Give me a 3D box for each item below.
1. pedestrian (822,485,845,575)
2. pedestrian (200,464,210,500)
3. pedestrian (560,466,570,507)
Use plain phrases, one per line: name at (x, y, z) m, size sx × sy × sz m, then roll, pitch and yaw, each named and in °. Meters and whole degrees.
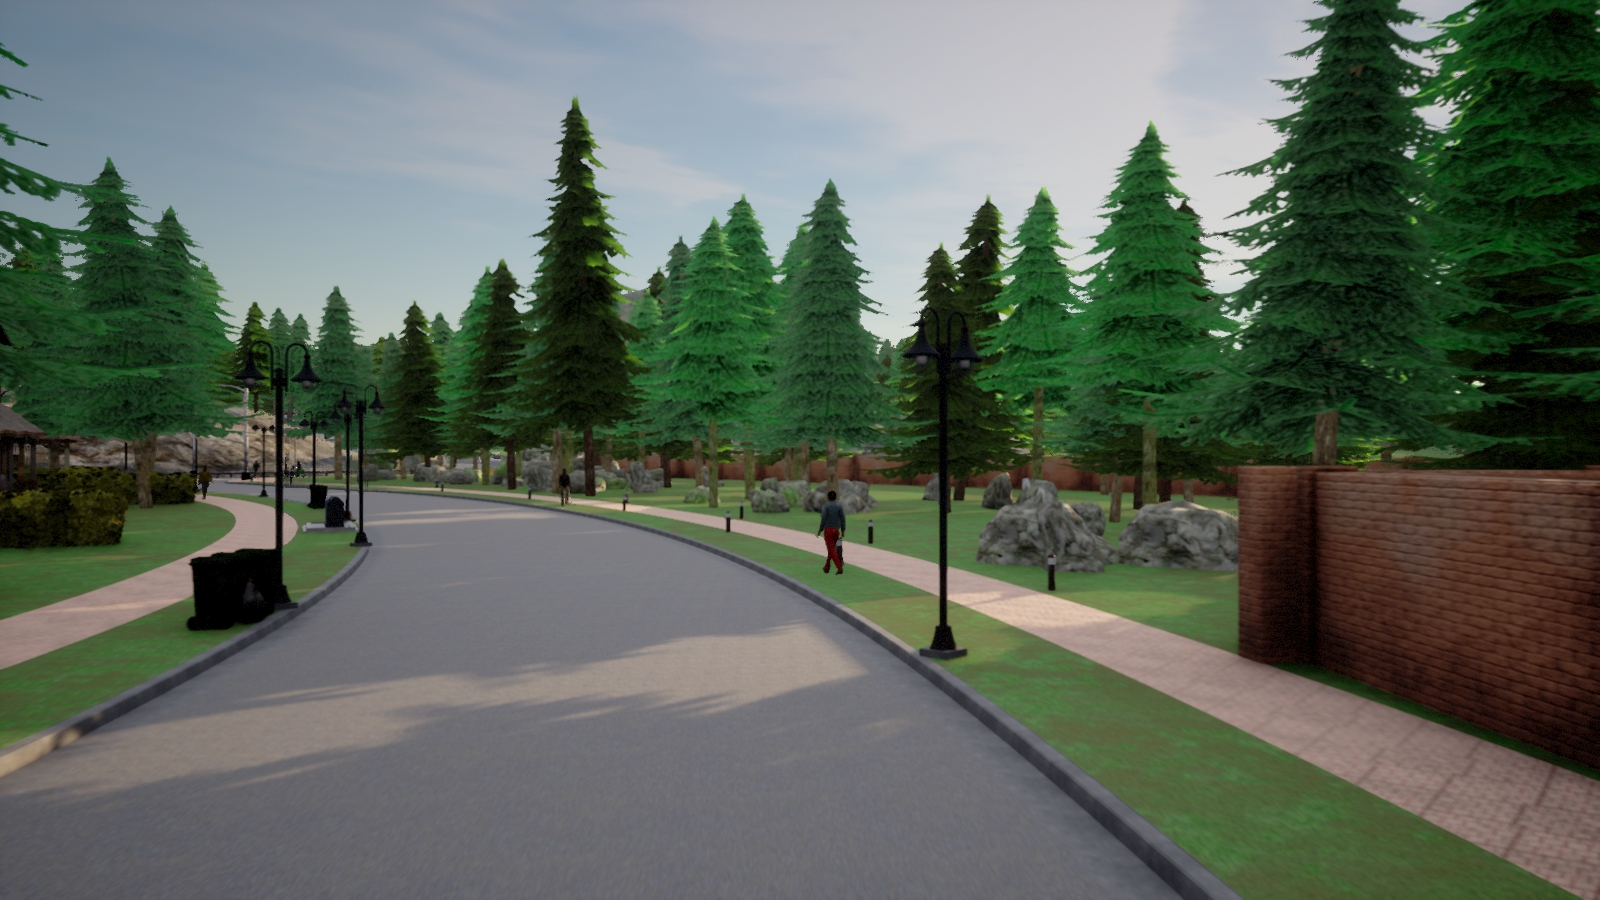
pedestrian at (0.706, 1.665, 23.977) m, size 0.375 × 1.860 × 0.375 m, roll 0°, pitch 0°, yaw -22°
pedestrian at (-31.012, 1.666, 59.525) m, size 0.375 × 1.860 × 0.375 m, roll 0°, pitch 0°, yaw -39°
pedestrian at (-10.676, 1.666, 51.896) m, size 0.375 × 1.860 × 0.375 m, roll 0°, pitch 0°, yaw -27°
